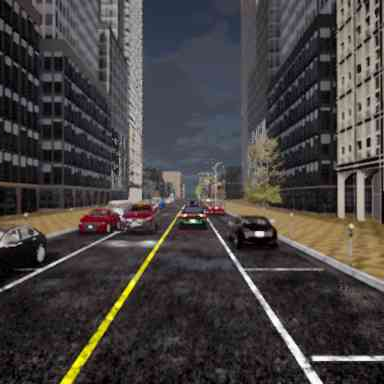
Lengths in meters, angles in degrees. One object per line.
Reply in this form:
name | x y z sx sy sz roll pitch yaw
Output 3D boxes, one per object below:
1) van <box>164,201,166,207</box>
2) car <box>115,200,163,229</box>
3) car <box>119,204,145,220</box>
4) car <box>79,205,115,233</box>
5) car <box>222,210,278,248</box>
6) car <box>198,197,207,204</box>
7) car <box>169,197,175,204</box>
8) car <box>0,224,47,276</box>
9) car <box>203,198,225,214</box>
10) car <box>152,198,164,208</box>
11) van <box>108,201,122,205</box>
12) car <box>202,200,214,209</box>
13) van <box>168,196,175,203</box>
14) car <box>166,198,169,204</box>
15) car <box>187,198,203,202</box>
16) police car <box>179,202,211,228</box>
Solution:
van | -5.752 1.835 55.086 1.690 1.788 3.998 0 0 0
car | -3.024 1.425 19.799 1.812 1.442 4.674 0 -1 0
car | -5.726 1.877 32.316 1.802 1.307 4.206 0 -1 0
car | -5.713 1.737 20.932 1.887 1.381 4.507 0 -1 0
car | 2.675 1.707 15.237 1.947 1.339 4.313 0 -1 0
car | 2.594 2.178 83.538 1.967 1.590 4.097 0 0 0
car | -5.787 2.262 83.373 1.752 1.417 4.829 0 0 0
car | -5.699 1.640 9.548 2.008 1.369 4.403 0 -1 0
car | 2.648 1.785 38.004 1.967 1.590 4.097 0 -1 0
car | -5.746 1.885 49.392 1.967 1.590 4.097 0 0 0
van | -5.718 1.585 26.626 1.690 1.788 3.998 0 -1 0
car | 2.627 2.021 55.250 1.752 1.417 4.829 0 0 0
van | -5.800 2.175 94.929 1.690 1.788 3.998 0 0 0
car | -5.760 2.109 60.776 1.947 1.339 4.313 0 0 0
car | 0.043 1.810 42.071 2.033 1.649 4.856 0 -1 0
police car | 0.070 1.727 23.948 2.038 1.542 4.974 0 0 0
